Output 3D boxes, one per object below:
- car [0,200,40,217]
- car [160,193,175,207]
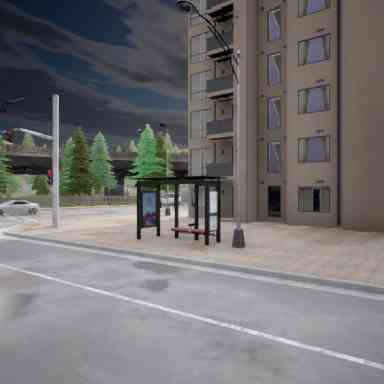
[{"bbox_3d":[-16.510,1.470,30.779,1.812,1.442,4.674,0,0,36],"label":"car"},{"bbox_3d":[-3.984,1.165,46.842,5.566,2.045,2.150,0,0,-45],"label":"car"}]
